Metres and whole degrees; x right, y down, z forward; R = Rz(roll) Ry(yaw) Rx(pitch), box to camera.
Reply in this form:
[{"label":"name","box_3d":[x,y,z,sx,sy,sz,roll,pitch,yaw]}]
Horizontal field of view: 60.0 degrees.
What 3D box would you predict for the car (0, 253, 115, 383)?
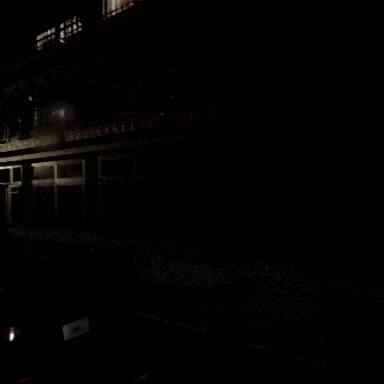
[{"label":"car","box_3d":[-3.017,1.624,5.022,4.313,1.339,1.947,-1,0,35]}]
